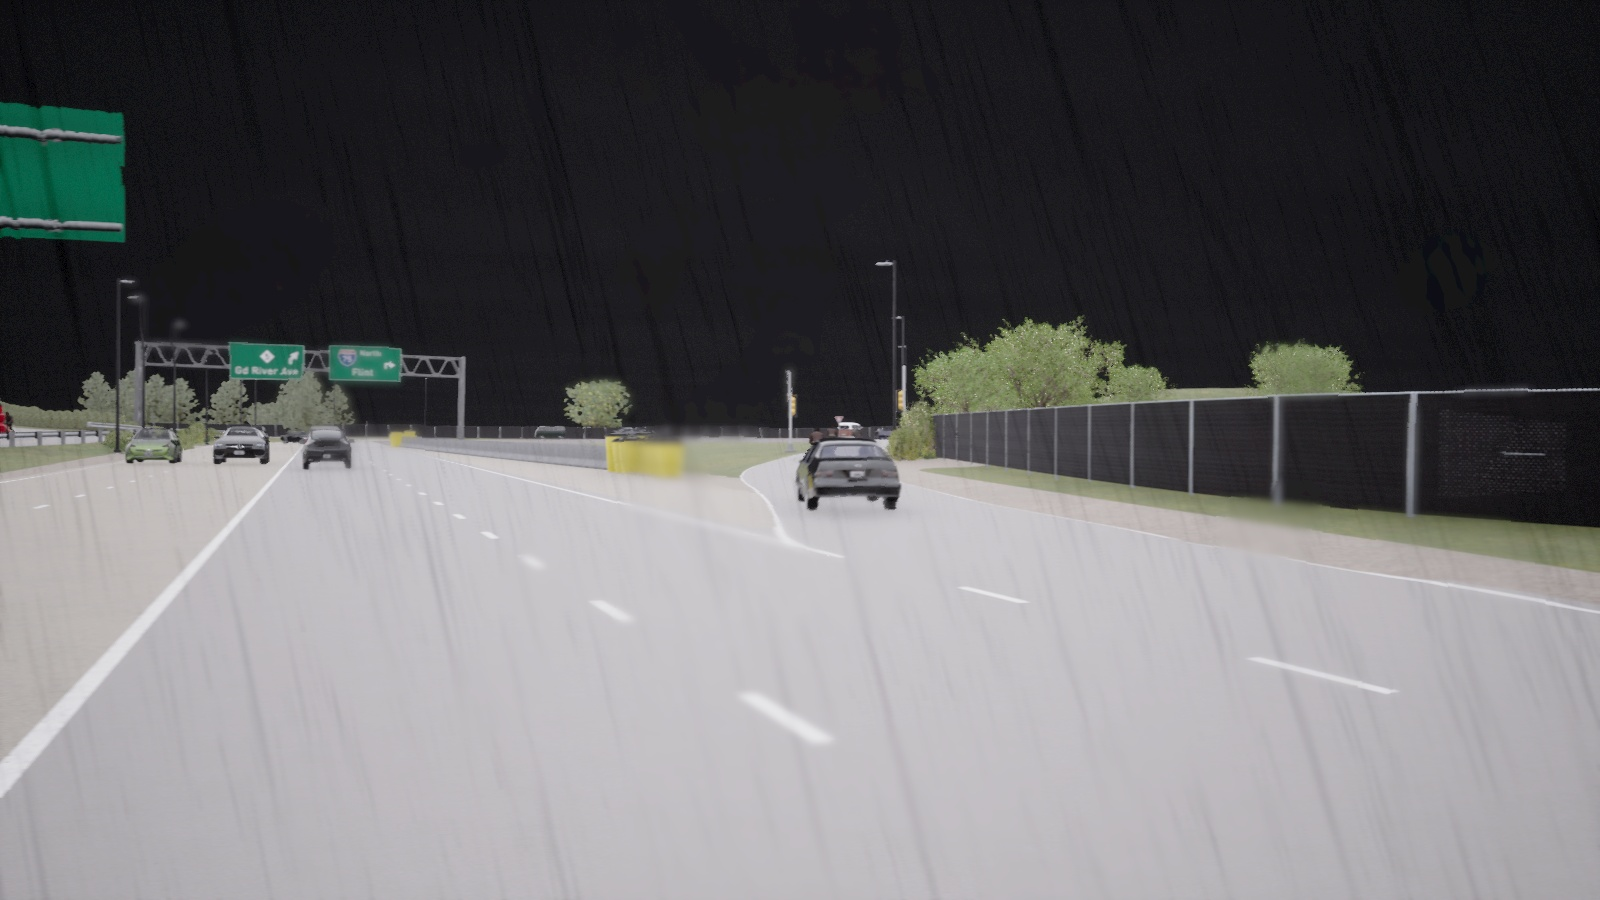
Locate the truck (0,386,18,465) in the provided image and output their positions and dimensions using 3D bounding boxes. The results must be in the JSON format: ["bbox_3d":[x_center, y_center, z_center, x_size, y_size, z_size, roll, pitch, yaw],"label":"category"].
[{"bbox_3d":[-41.561,-0.997,58.258,2.891,3.827,8.468,-1,2,29],"label":"truck"}]

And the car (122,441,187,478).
[{"bbox_3d":[-28.044,0.387,54.688,2.007,1.525,4.514,-1,1,-21],"label":"car"}]

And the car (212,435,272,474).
[{"bbox_3d":[-24.683,0.166,55.691,2.152,1.651,5.027,-1,1,-21],"label":"car"}]

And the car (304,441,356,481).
[{"bbox_3d":[-18.821,0.392,50.199,1.837,1.490,4.892,-1,1,-21],"label":"car"}]

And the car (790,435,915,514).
[{"bbox_3d":[0.973,0.432,26.168,2.033,1.411,5.357,-1,1,-4],"label":"car"}]
